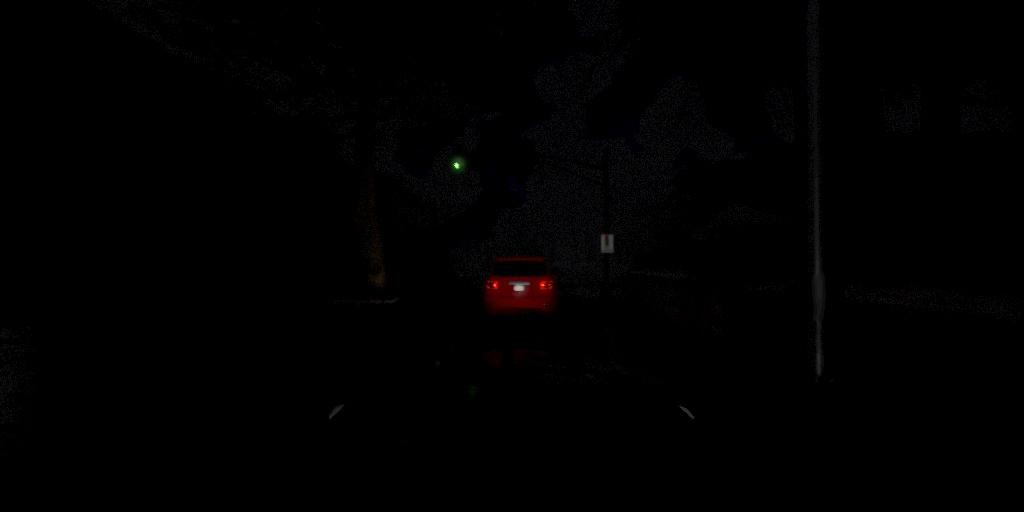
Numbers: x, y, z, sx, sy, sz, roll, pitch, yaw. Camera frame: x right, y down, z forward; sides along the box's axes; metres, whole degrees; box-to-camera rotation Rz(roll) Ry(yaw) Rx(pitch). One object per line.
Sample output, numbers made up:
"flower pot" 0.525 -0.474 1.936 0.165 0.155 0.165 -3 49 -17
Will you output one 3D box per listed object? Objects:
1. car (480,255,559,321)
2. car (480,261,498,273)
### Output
"car" 0.456 0.979 12.714 2.150 2.045 5.566 0 0 5
"car" -2.871 1.367 45.194 1.994 1.385 4.181 0 0 0
